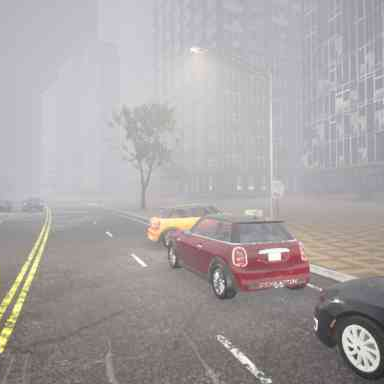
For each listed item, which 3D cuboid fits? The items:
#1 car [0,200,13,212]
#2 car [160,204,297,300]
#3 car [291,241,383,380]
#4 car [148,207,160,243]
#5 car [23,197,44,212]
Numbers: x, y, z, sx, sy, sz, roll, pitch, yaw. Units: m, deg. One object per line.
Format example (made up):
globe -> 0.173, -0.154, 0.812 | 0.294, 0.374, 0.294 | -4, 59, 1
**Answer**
car -> -21.705, 1.600, 38.048 | 1.994, 1.385, 4.181 | 0, 0, -24
car -> 0.905, 1.355, 8.810 | 2.097, 1.767, 4.553 | 0, 0, -22
car -> 3.629, 1.505, 3.334 | 1.837, 1.490, 4.892 | 0, 0, -35
car -> 0.420, 1.276, 14.384 | 4.553, 1.767, 2.097 | -3, 1, -18
car -> -18.746, 1.391, 39.392 | 2.097, 1.767, 4.553 | 0, 0, -24
